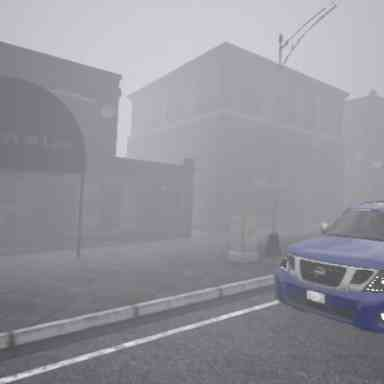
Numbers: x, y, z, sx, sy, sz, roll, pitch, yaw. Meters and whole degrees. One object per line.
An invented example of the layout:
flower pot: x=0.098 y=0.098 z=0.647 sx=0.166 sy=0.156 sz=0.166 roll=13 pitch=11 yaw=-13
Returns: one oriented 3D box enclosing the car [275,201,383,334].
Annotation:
car: x=4.112 y=1.218 z=6.618 sx=5.566 sy=2.045 sz=2.150 roll=0 pitch=0 yaw=-36
